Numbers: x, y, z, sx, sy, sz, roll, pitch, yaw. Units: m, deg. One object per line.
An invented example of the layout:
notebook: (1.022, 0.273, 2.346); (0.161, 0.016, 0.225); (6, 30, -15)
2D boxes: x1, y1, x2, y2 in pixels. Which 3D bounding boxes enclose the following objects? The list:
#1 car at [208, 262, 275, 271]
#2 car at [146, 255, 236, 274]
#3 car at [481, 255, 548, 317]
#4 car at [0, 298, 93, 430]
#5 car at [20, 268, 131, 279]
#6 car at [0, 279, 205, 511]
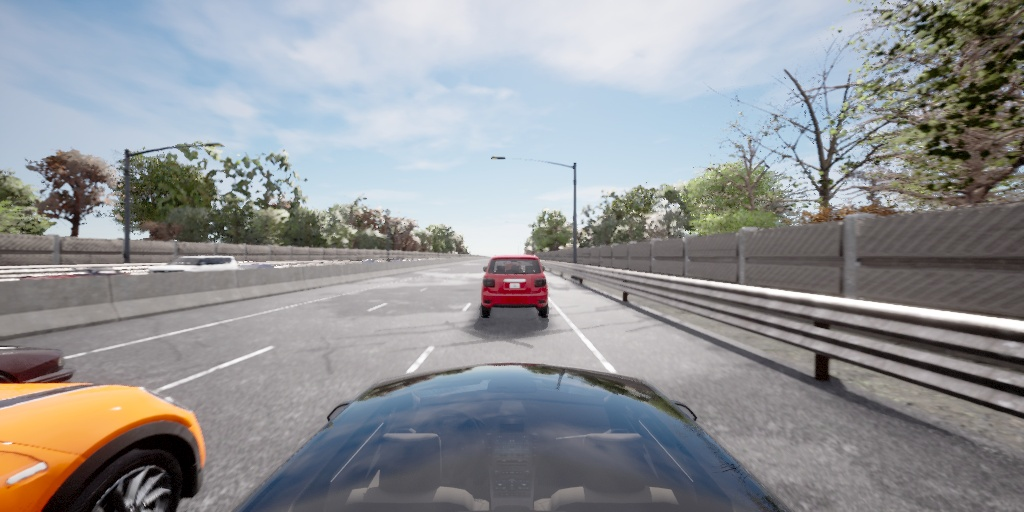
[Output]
car: (-17.637, 1.283, 24.378); (1.812, 1.442, 4.674); (0, 0, 0)
car: (-21.139, 0.980, 24.078); (2.150, 2.045, 5.566); (0, 0, 0)
car: (0.080, 0.974, 13.328); (2.150, 2.045, 5.566); (0, 0, 0)
car: (-6.903, 1.299, 2.364); (2.033, 1.411, 5.357); (0, 0, 0)
car: (-24.633, 1.359, 20.694); (1.895, 1.301, 4.718); (0, 0, 0)
car: (-3.406, 1.102, 0.840); (2.097, 1.767, 4.553); (0, 0, 0)
